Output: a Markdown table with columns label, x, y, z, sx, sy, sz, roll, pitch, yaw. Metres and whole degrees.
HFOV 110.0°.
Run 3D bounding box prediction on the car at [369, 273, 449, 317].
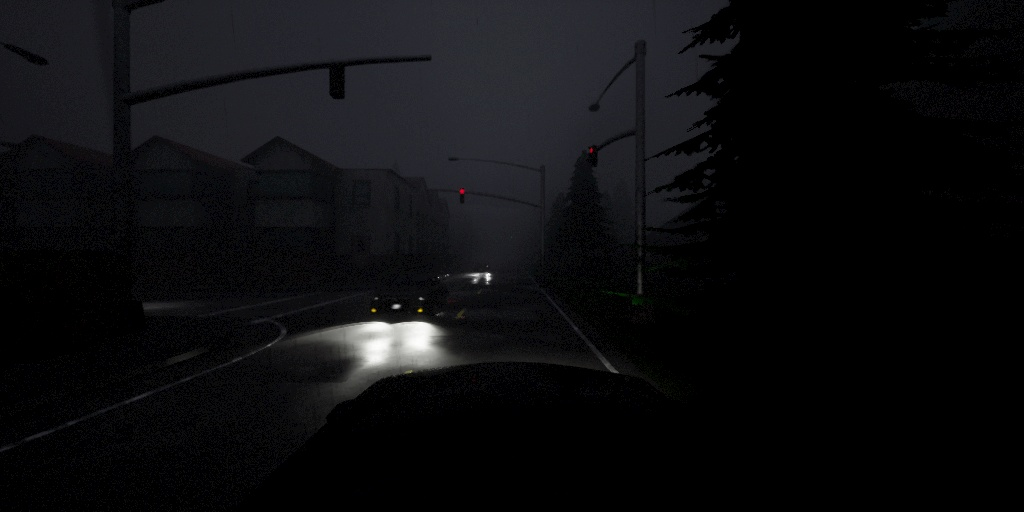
| label | x | y | z | sx | sy | sz | roll | pitch | yaw |
| --- | --- | --- | --- | --- | --- | --- | --- | --- | --- |
| car | -3.509 | 1.323 | 12.900 | 1.994 | 1.385 | 4.181 | 0 | 1 | 0 |

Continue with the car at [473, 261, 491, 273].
| label | x | y | z | sx | sy | sz | roll | pitch | yaw |
| --- | --- | --- | --- | --- | --- | --- | --- | --- | --- |
| car | -3.541 | 1.253 | 43.114 | 1.895 | 1.301 | 4.718 | 0 | 0 | 0 |
